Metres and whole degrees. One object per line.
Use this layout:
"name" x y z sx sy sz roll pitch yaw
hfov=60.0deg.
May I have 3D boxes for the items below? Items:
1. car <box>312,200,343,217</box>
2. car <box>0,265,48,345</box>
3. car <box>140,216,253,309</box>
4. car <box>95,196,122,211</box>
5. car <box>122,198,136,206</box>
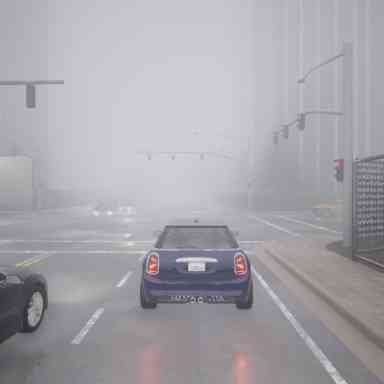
"car" 13.330 1.422 29.747 5.008 1.535 1.882 0 0 0
"car" -3.431 1.505 3.903 1.837 1.490 4.892 0 0 0
"car" 0.096 1.352 8.028 2.097 1.767 4.553 0 0 0
"car" -10.511 1.352 41.285 2.097 1.767 4.553 0 0 0
"car" -10.473 1.601 54.085 1.895 1.301 4.718 0 0 0
